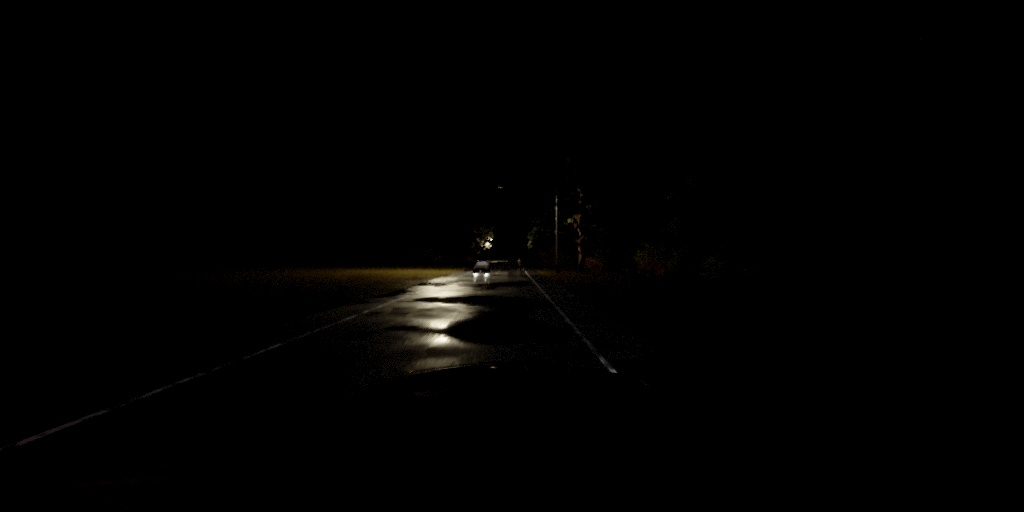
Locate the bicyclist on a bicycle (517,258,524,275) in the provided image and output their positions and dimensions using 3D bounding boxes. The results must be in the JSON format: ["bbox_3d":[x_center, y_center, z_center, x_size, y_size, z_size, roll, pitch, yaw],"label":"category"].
[{"bbox_3d":[0.948,1.234,37.033,0.582,1.620,1.656,0,0,0],"label":"bicyclist on a bicycle"}]

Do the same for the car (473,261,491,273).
[{"bbox_3d":[-3.574,1.334,43.340,2.033,1.411,5.357,0,0,1],"label":"car"}]
